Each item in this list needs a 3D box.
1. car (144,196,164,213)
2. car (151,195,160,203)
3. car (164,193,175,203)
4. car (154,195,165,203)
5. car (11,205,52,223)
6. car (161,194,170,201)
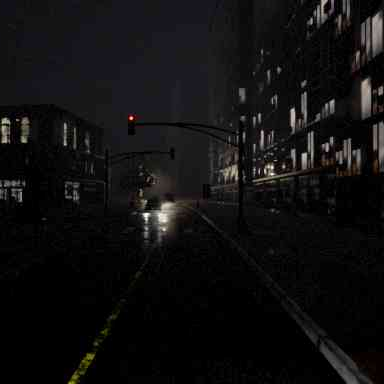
[{"bbox_3d":[-4.363,1.499,37.776,1.837,1.490,4.892,0,0,-5],"label":"car"},{"bbox_3d":[-7.461,1.482,67.719,1.837,1.490,4.892,0,0,-7],"label":"car"},{"bbox_3d":[-4.869,1.208,69.136,2.150,2.045,5.566,0,0,-8],"label":"car"},{"bbox_3d":[-5.751,1.552,52.902,1.994,1.385,4.181,0,0,-6],"label":"car"},{"bbox_3d":[-12.781,1.622,24.037,4.718,1.301,1.895,0,-1,5],"label":"car"},{"bbox_3d":[-6.417,1.335,79.403,1.812,1.442,4.674,0,0,-10],"label":"car"}]
